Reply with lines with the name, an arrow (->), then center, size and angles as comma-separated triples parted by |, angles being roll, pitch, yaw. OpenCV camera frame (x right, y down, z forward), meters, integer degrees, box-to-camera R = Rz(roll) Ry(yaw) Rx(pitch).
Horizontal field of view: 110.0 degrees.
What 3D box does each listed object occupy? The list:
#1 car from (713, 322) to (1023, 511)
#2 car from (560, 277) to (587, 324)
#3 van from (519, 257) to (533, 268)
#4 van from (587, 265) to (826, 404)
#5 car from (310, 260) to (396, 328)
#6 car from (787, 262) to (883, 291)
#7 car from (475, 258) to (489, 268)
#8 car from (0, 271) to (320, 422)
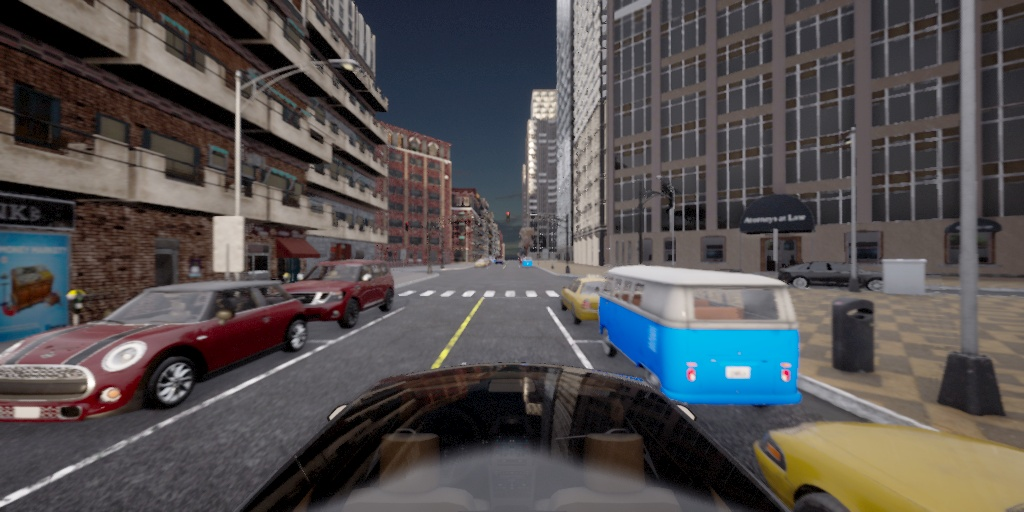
car -> 2.565, 1.278, 0.562 | 1.751, 1.417, 4.829 | 0, 0, 0
car -> 2.568, 1.258, 11.632 | 1.751, 1.417, 4.829 | 0, 0, 0
van -> 2.584, 1.042, 60.455 | 1.690, 1.789, 3.998 | 0, 0, 0
van -> 2.566, 1.083, 5.926 | 1.690, 1.789, 3.998 | 0, 0, 0
car -> -5.312, 1.048, 11.459 | 2.192, 1.841, 5.009 | 0, 0, 0
car -> 16.823, 1.043, 18.695 | 4.892, 1.490, 1.837 | 0, -1, 41
car -> -5.296, 1.227, 60.288 | 1.751, 1.417, 4.829 | 0, 0, 0
car -> -5.314, 1.182, 5.923 | 1.967, 1.591, 4.097 | 0, 0, 0
